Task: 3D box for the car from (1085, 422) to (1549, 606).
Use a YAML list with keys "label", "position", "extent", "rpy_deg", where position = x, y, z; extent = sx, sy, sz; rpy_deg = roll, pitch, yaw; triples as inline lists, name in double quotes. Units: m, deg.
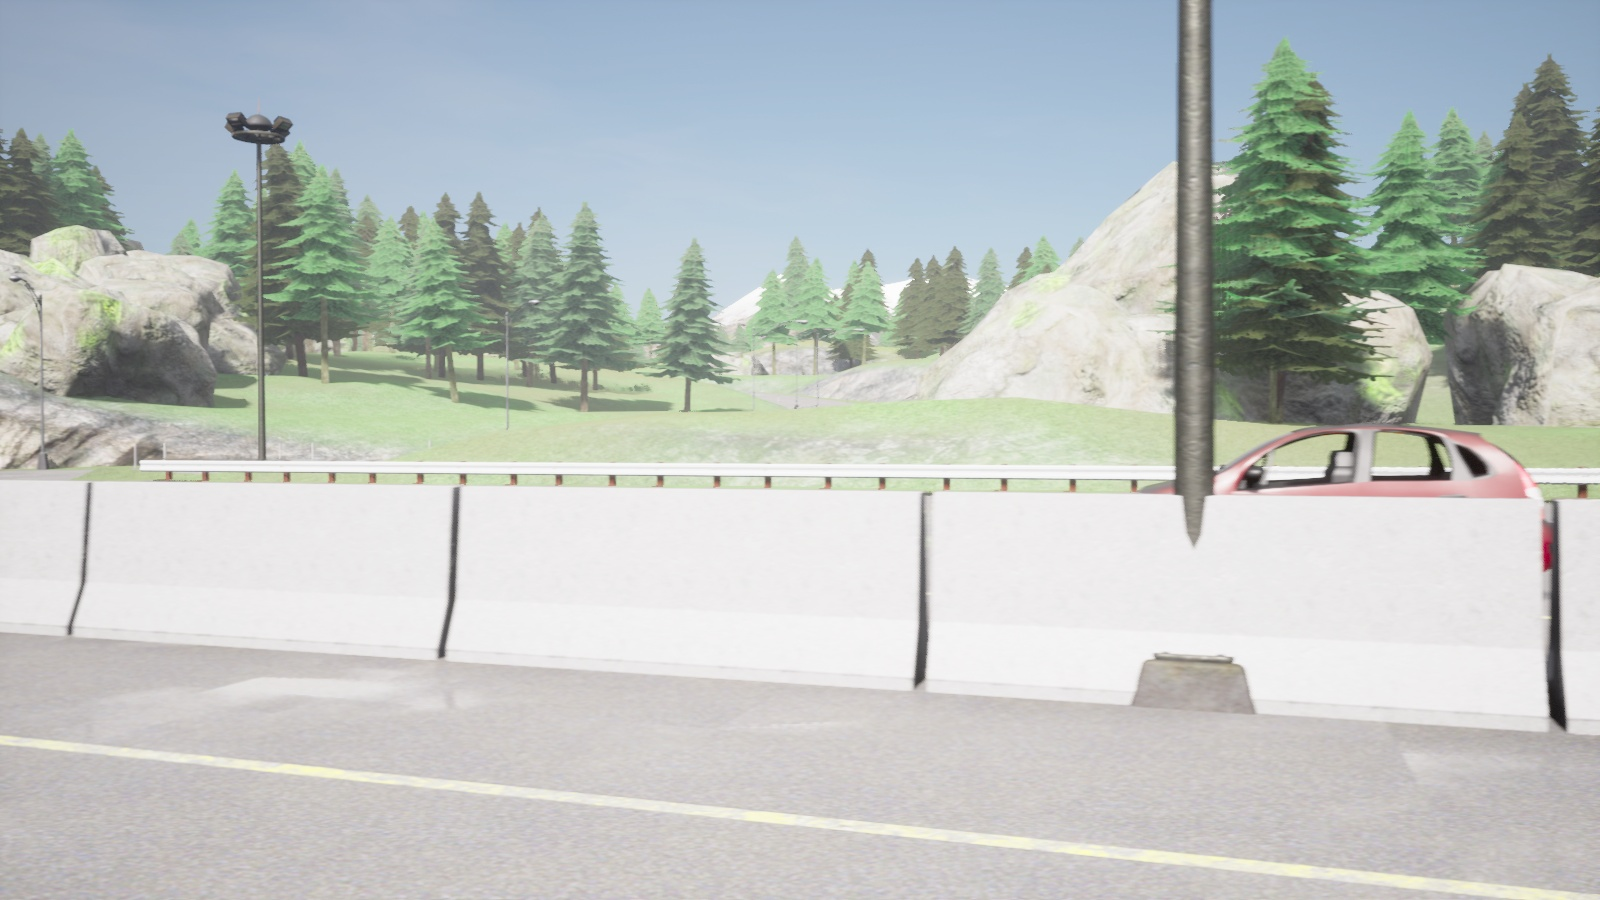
- label: "car"
  position: [4.997, 0.542, 12.588]
  extent: [3.988, 1.617, 1.851]
  rpy_deg: [1, 1, 19]
